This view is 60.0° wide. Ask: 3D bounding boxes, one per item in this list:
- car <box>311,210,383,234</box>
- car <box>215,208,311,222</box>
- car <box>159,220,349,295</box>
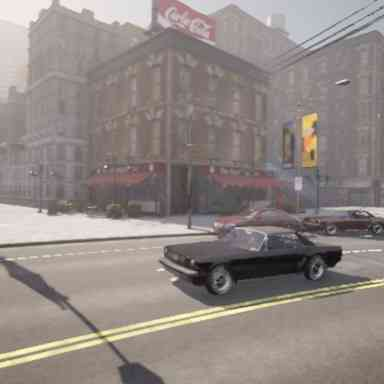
[{"bbox_3d":[8.698,1.668,18.847,4.718,1.301,1.895,1,0,-13],"label":"car"},{"bbox_3d":[3.339,1.523,16.820,4.674,1.452,2.002,1,0,-23],"label":"car"},{"bbox_3d":[1.589,1.598,8.670,4.718,1.301,1.895,1,0,-27],"label":"car"}]
